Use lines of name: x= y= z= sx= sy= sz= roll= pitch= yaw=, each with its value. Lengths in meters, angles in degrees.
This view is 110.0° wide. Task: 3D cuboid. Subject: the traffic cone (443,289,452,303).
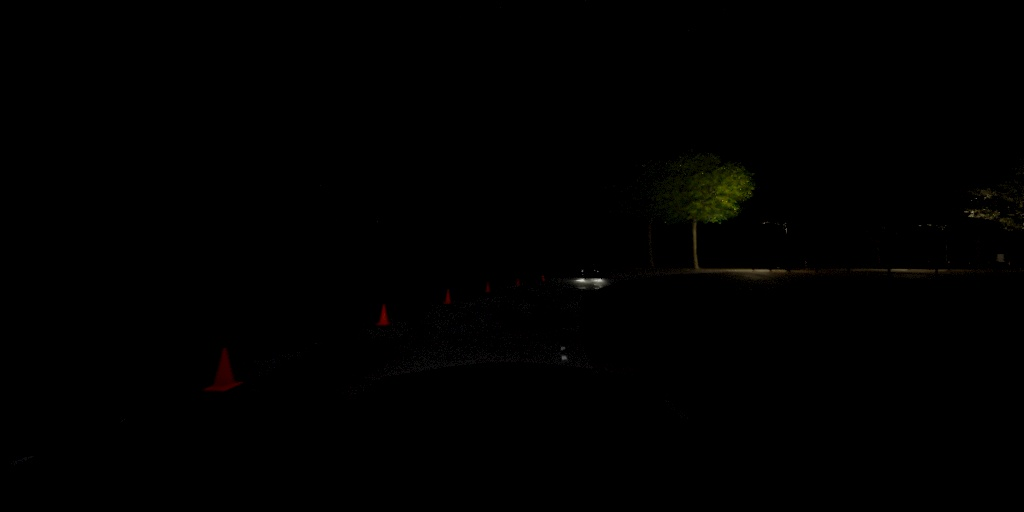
traffic cone: x=-2.803 y=1.740 z=15.705 sx=0.340 sy=0.580 sz=0.340 roll=0 pitch=0 yaw=13

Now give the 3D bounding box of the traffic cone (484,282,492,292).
traffic cone: x=-1.397 y=1.773 z=20.715 sx=0.340 sy=0.580 sz=0.340 roll=0 pitch=0 yaw=18

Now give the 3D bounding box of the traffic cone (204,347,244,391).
traffic cone: x=-4.352 y=1.682 z=5.424 sx=0.340 sy=0.580 sz=0.340 roll=0 pitch=0 yaw=4

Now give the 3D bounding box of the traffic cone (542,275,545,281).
traffic cone: x=2.627 y=1.840 z=30.303 sx=0.340 sy=0.580 sz=0.340 roll=0 pitch=0 yaw=28

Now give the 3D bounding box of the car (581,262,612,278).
car: x=8.614 y=1.413 z=36.448 sx=1.882 sy=1.535 sz=5.008 roll=0 pitch=-1 yaw=32

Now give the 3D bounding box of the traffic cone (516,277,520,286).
traffic cone: x=0.417 y=1.806 z=25.592 sx=0.340 sy=0.580 sz=0.340 roll=0 pitch=0 yaw=23

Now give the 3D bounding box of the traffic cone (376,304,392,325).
traffic cone: x=-3.790 y=1.710 z=10.597 sx=0.340 sy=0.580 sz=0.340 roll=0 pitch=0 yaw=9
